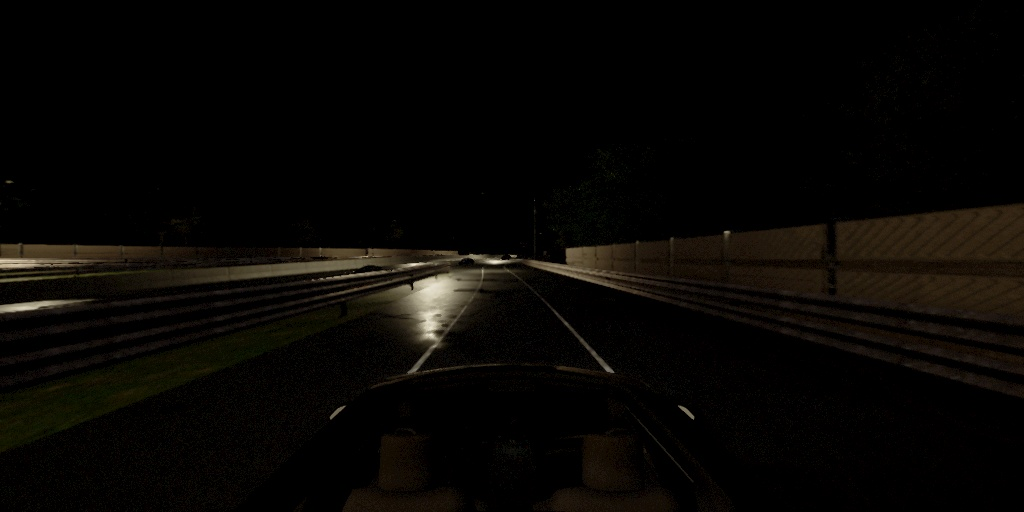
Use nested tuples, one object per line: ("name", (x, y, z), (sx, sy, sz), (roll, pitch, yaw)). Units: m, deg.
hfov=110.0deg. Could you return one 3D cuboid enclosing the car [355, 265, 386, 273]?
("car", (-15.316, 1.705, 39.413), (1.812, 1.442, 4.674), (0, 2, 12))
